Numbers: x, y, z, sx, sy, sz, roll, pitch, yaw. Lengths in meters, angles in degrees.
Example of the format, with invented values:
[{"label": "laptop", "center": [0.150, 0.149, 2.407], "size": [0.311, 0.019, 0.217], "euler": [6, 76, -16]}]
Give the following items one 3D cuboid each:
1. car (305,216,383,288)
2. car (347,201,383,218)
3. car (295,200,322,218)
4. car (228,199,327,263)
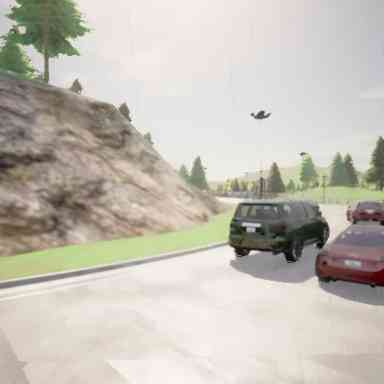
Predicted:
[{"label": "car", "center": [4.948, 1.588, 9.068], "size": [1.994, 1.385, 4.181], "euler": [-1, 0, 40]}, {"label": "car", "center": [12.835, 1.417, 24.701], "size": [2.097, 1.767, 4.553], "euler": [-1, 0, 19]}, {"label": "car", "center": [11.475, 1.619, 33.063], "size": [1.882, 1.535, 5.008], "euler": [0, 0, 12]}, {"label": "car", "center": [3.477, 1.287, 12.654], "size": [2.150, 2.045, 5.566], "euler": [0, 0, 37]}]
